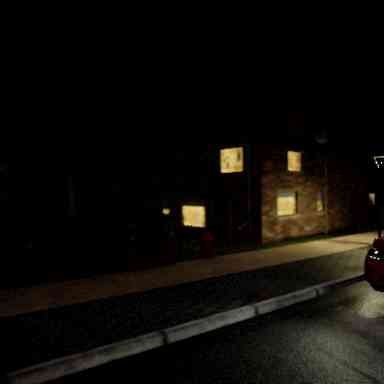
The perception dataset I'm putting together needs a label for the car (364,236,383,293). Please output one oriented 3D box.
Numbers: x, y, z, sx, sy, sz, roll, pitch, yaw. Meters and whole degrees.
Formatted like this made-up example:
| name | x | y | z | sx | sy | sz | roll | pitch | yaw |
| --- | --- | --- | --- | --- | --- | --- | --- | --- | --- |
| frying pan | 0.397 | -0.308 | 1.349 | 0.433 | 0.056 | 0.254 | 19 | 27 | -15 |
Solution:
| name | x | y | z | sx | sy | sz | roll | pitch | yaw |
| --- | --- | --- | --- | --- | --- | --- | --- | --- | --- |
| car | 6.374 | 1.292 | 8.029 | 5.566 | 2.045 | 2.150 | 0 | 0 | -38 |
